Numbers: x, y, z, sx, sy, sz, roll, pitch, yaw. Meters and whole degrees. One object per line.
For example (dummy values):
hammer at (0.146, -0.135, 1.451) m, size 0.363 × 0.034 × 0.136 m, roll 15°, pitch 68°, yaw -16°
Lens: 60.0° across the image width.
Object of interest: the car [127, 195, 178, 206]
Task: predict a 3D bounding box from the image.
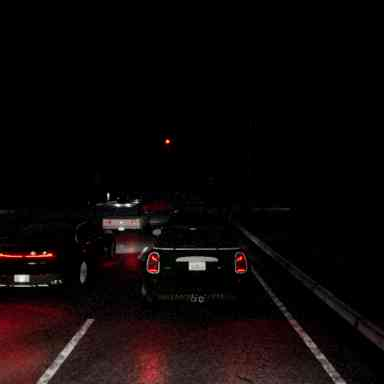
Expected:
car at (-3.826, 1.324, 32.716) m, size 1.994 × 1.385 × 4.181 m, roll 0°, pitch 0°, yaw 41°

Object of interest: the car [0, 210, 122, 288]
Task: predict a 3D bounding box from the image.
car at (-3.417, 1.468, 9.093) m, size 1.837 × 1.490 × 4.892 m, roll 0°, pitch 0°, yaw 0°

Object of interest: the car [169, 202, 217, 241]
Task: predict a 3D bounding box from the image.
car at (0.057, 1.388, 17.237) m, size 2.128 × 1.511 × 4.902 m, roll 0°, pitch 0°, yaw 1°

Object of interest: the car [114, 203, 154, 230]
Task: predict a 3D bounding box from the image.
car at (-3.439, 1.487, 18.413) m, size 1.895 × 1.301 × 4.718 m, roll 0°, pitch 1°, yaw 0°

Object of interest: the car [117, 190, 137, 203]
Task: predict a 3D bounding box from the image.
car at (-10.707, 0.928, 53.818) m, size 2.097 × 1.767 × 4.553 m, roll 0°, pitch 0°, yaw 0°

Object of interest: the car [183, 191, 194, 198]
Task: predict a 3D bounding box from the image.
car at (-0.698, 0.707, 86.045) m, size 1.812 × 1.442 × 4.674 m, roll 0°, pitch 1°, yaw -4°

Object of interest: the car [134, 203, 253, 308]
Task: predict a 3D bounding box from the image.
car at (0.087, 1.323, 8.041) m, size 2.097 × 1.767 × 4.553 m, roll 0°, pitch 0°, yaw 0°

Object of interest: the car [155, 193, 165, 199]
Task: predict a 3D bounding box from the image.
car at (-7.318, 0.870, 76.462) m, size 2.033 × 1.411 × 5.357 m, roll 0°, pitch 1°, yaw -1°

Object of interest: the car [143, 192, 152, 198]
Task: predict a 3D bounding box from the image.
car at (-11.085, 0.749, 83.705) m, size 1.812 × 1.442 × 4.674 m, roll 0°, pitch 1°, yaw -2°

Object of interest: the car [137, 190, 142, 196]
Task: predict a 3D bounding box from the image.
car at (-10.694, 0.709, 63.259) m, size 2.150 × 2.045 × 5.566 m, roll 0°, pitch 1°, yaw 0°

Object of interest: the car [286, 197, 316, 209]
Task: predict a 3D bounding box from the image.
car at (13.916, 1.251, 39.224) m, size 5.357 × 1.411 × 2.033 m, roll 0°, pitch 1°, yaw -3°

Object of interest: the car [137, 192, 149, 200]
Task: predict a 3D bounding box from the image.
car at (-10.747, 0.894, 73.484) m, size 2.128 × 1.511 × 4.902 m, roll 0°, pitch 1°, yaw -1°

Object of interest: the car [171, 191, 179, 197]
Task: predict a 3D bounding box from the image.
car at (-4.937, 0.541, 95.504) m, size 1.837 × 1.490 × 4.892 m, roll 0°, pitch 1°, yaw -7°

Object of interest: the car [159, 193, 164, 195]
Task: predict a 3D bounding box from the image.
car at (-7.185, 1.005, 66.035) m, size 2.033 × 1.411 × 5.357 m, roll 0°, pitch 1°, yaw 1°

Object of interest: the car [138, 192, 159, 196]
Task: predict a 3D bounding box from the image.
car at (-7.211, 1.105, 55.967) m, size 2.033 × 1.411 × 5.357 m, roll 0°, pitch 1°, yaw 0°

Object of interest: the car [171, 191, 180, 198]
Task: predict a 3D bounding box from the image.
car at (-4.157, 0.681, 85.345) m, size 1.882 × 1.535 × 5.008 m, roll 0°, pitch 1°, yaw -4°
